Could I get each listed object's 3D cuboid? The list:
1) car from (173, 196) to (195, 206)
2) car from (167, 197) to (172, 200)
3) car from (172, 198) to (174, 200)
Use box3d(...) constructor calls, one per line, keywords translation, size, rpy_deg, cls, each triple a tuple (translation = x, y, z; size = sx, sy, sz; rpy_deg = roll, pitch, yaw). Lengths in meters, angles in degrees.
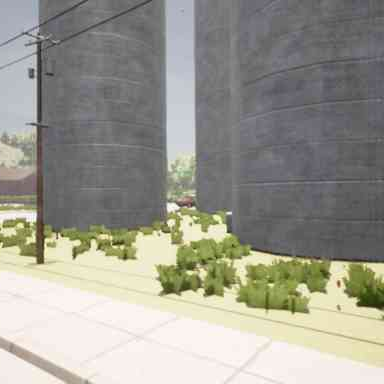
box3d(translation=(-0.368, 1.819, 53.768), size=(1.882, 1.535, 5.008), rpy_deg=(-1, 0, 35), cls="car")
box3d(translation=(-5.308, 2.093, 83.514), size=(3.905, 1.438, 1.784), rpy_deg=(-1, 0, 35), cls="car")
box3d(translation=(-1.359, 1.738, 65.743), size=(3.866, 1.878, 1.905), rpy_deg=(-1, 0, 35), cls="car")
